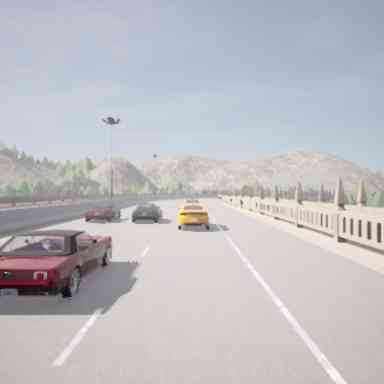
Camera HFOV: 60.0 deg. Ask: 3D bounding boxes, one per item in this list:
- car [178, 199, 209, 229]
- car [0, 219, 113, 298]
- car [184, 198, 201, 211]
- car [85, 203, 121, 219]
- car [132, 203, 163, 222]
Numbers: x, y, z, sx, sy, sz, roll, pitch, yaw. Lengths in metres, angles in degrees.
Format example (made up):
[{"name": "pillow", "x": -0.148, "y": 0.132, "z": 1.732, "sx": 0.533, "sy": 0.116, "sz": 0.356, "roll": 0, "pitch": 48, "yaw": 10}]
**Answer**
[{"name": "car", "x": 0.096, "y": 1.463, "z": 21.595, "sx": 1.882, "sy": 1.535, "sz": 5.008, "roll": 0, "pitch": 0, "yaw": 0}, {"name": "car", "x": -3.401, "y": 1.595, "z": 8.435, "sx": 1.895, "sy": 1.301, "sz": 4.718, "roll": 0, "pitch": 0, "yaw": 0}, {"name": "car", "x": 0.094, "y": 1.535, "z": 41.375, "sx": 1.994, "sy": 1.385, "sz": 4.181, "roll": 0, "pitch": 0, "yaw": 0}, {"name": "car", "x": -6.906, "y": 1.546, "z": 26.163, "sx": 1.994, "sy": 1.385, "sz": 4.181, "roll": 0, "pitch": 0, "yaw": 0}, {"name": "car", "x": -3.404, "y": 1.546, "z": 25.809, "sx": 1.994, "sy": 1.385, "sz": 4.181, "roll": 0, "pitch": 0, "yaw": 0}]
